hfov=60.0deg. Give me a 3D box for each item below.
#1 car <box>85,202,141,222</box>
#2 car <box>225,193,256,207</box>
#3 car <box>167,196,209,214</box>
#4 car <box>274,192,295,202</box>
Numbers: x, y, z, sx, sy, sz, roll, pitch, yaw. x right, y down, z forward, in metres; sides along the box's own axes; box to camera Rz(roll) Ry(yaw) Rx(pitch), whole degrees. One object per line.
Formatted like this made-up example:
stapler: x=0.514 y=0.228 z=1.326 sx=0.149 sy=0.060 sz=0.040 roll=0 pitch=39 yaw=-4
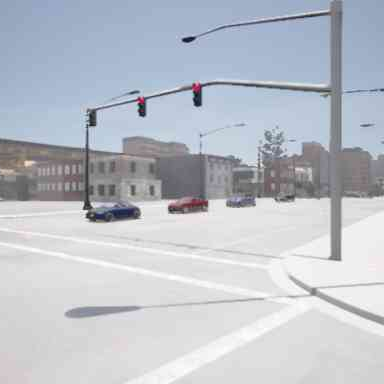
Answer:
car: x=-5.745 y=1.410 z=24.624 sx=1.994 sy=1.385 sz=4.181 roll=0 pitch=1 yaw=37
car: x=5.909 y=0.888 z=40.276 sx=2.097 sy=1.767 sz=4.553 roll=0 pitch=1 yaw=37
car: x=-0.330 y=1.196 z=31.898 sx=1.882 sy=1.535 sz=5.008 roll=0 pitch=1 yaw=37
car: x=14.331 y=0.781 z=51.472 sx=2.128 sy=1.511 sz=4.902 roll=0 pitch=1 yaw=37
